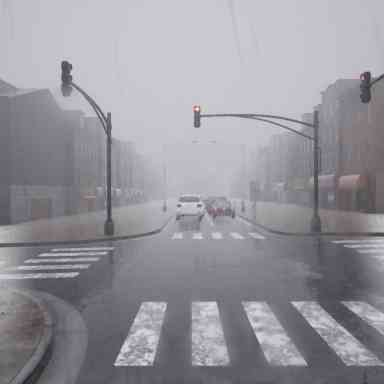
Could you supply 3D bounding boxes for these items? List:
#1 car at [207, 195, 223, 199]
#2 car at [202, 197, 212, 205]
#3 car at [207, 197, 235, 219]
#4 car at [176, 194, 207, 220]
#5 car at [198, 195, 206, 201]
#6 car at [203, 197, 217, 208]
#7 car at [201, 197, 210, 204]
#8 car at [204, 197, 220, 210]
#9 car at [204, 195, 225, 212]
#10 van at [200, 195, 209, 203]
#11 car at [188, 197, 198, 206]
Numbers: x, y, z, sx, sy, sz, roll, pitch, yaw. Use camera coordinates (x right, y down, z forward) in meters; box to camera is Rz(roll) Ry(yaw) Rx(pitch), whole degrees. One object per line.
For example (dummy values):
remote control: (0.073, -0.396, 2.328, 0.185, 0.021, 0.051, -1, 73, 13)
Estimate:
car: (2.686, 1.359, 35.094, 2.192, 1.841, 5.009, -1, 0, 0)
car: (2.732, 1.653, 62.275, 1.752, 1.417, 4.829, -1, 0, 0)
car: (2.678, 1.472, 29.691, 1.967, 1.590, 4.097, -1, 0, 0)
car: (-0.075, 1.251, 28.614, 2.150, 2.045, 5.566, 0, 0, 3)
car: (2.784, 1.710, 94.520, 1.967, 1.590, 4.097, -1, 0, 0)
car: (2.713, 1.530, 51.301, 1.967, 1.590, 4.097, -1, 0, 0)
car: (2.741, 1.674, 67.677, 1.752, 1.417, 4.829, -1, 0, 0)
car: (2.704, 1.513, 45.898, 1.967, 1.590, 4.097, -1, 0, 0)
car: (2.694, 1.373, 40.496, 2.192, 1.841, 5.009, -1, 0, 0)
van: (2.747, 1.511, 72.911, 1.690, 1.788, 3.998, -1, 0, 0)
car: (0.199, 1.626, 60.030, 1.837, 1.490, 4.892, 0, 0, 0)
